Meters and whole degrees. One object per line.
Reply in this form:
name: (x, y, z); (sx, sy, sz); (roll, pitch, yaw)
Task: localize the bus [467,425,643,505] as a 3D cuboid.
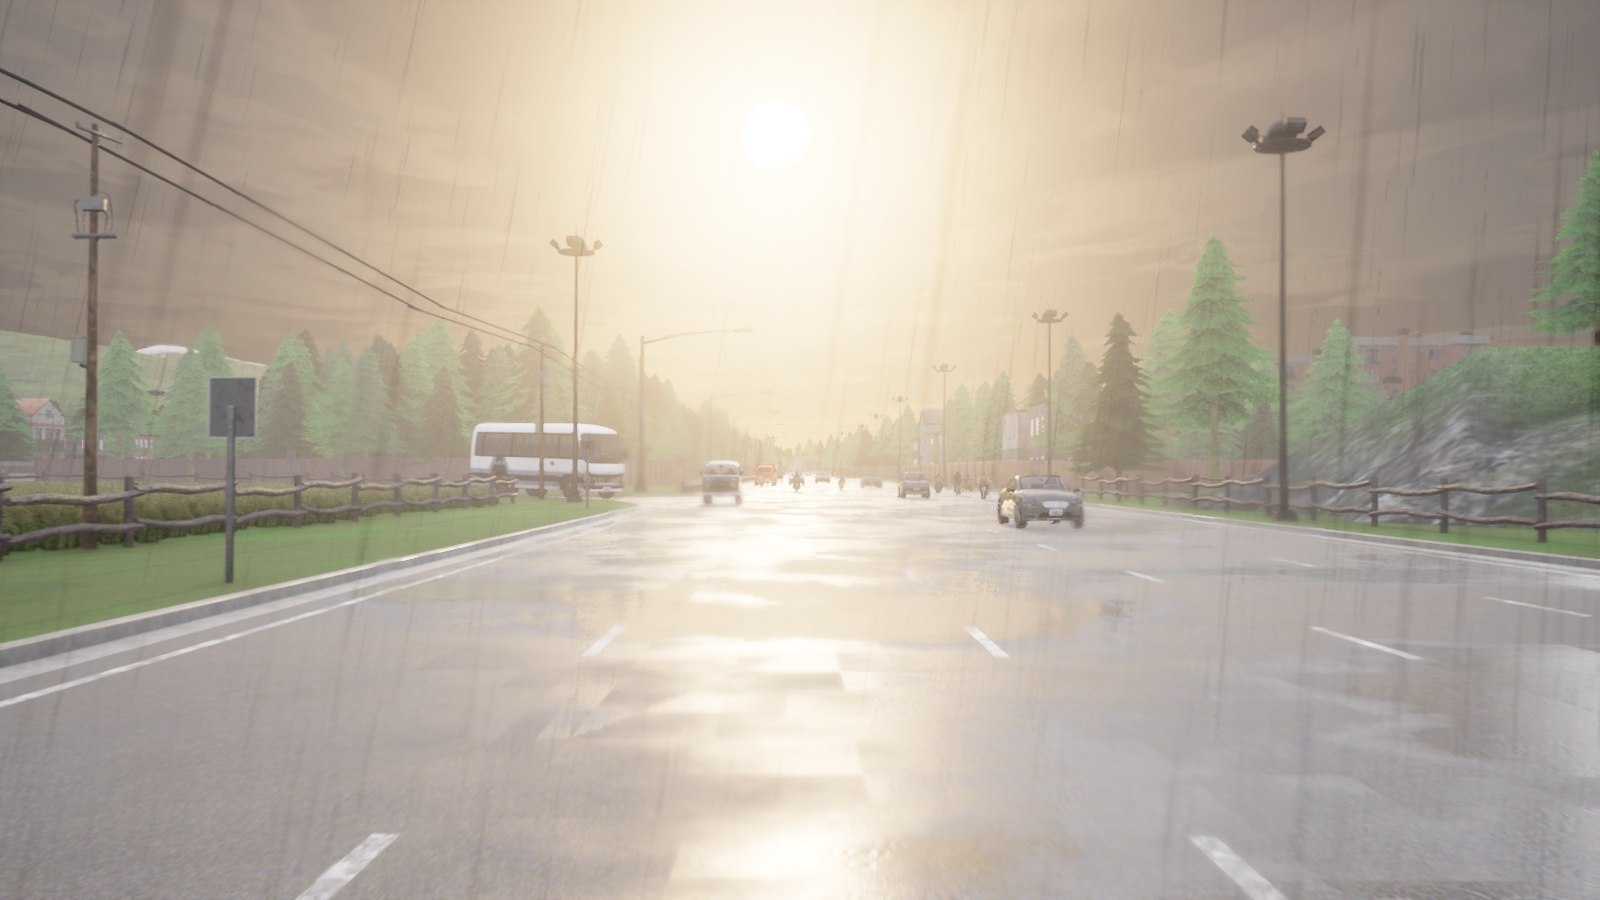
bus: (-14.089, 0.736, 71.619); (10.273, 4.253, 3.944); (1, 0, 37)

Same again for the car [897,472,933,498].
car: (6.819, 2.061, 74.716); (1.789, 1.549, 3.705); (0, -1, 0)

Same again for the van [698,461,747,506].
van: (-3.646, 1.591, 59.789); (2.069, 2.038, 4.480); (0, -1, 0)

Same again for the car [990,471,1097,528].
car: (6.912, 1.372, 36.229); (2.128, 1.511, 4.902); (0, -1, 0)
